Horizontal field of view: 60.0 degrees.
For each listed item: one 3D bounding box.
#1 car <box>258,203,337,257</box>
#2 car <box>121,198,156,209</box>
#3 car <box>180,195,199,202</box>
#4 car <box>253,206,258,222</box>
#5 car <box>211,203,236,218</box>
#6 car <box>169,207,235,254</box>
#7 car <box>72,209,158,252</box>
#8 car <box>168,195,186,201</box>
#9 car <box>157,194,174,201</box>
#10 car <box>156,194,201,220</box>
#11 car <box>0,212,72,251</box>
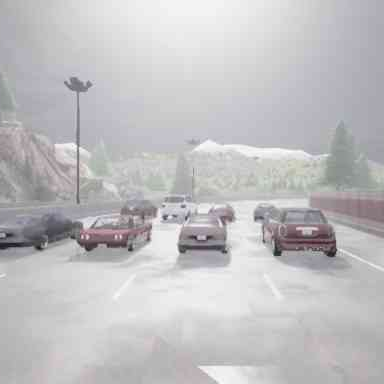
[{"bbox_3d":[4.024,1.363,13.194,2.097,1.767,4.553,0,0,5],"label":"car"},{"bbox_3d":[-4.412,1.363,28.450,2.097,1.767,4.553,0,0,11],"label":"car"},{"bbox_3d":[-0.579,1.487,78.576,2.033,1.411,5.357,0,0,28],"label":"car"},{"bbox_3d":[5.902,1.570,26.481,1.994,1.385,4.181,0,0,11],"label":"car"},{"bbox_3d":[2.466,1.570,27.147,1.994,1.385,4.181,0,0,11],"label":"car"},{"bbox_3d":[0.541,1.560,13.537,2.033,1.411,5.357,0,0,5],"label":"car"},{"bbox_3d":[-2.943,1.613,13.880,1.895,1.301,4.718,0,0,5],"label":"car"},{"bbox_3d":[-3.581,1.482,80.378,2.033,1.411,5.357,0,0,28],"label":"car"},{"bbox_3d":[-6.567,1.353,82.218,2.097,1.767,4.553,0,0,28],"label":"car"},{"bbox_3d":[-0.965,1.255,27.843,2.150,2.045,5.566,0,0,11],"label":"car"},{"bbox_3d":[-6.431,1.560,14.163,2.033,1.411,5.357,0,0,5],"label":"car"}]
